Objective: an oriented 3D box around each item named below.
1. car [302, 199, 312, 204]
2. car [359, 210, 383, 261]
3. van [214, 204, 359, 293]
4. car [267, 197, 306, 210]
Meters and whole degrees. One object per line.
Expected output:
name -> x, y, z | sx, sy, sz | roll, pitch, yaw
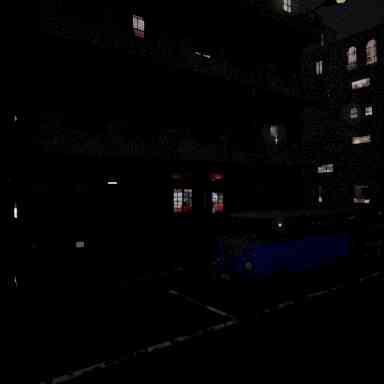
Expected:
car -> 10.357, 1.417, 32.689 | 2.128, 1.511, 4.902 | -1, 1, -37
car -> 6.823, 1.546, 11.936 | 4.403, 1.369, 2.008 | 0, -1, -37
van -> 2.392, 1.338, 8.546 | 3.998, 1.788, 1.690 | 0, -1, -37
car -> 11.562, 1.351, 40.949 | 1.887, 1.381, 4.507 | -1, 1, -37
